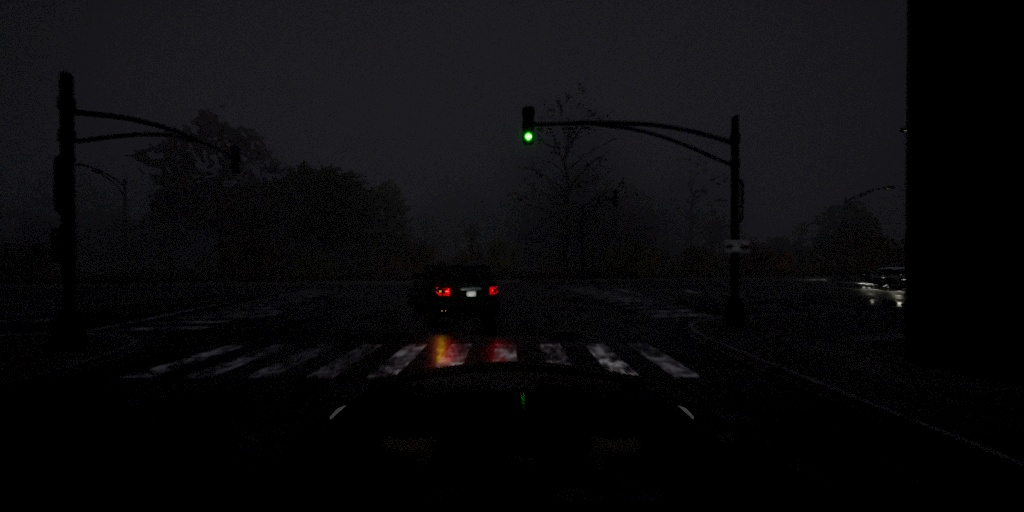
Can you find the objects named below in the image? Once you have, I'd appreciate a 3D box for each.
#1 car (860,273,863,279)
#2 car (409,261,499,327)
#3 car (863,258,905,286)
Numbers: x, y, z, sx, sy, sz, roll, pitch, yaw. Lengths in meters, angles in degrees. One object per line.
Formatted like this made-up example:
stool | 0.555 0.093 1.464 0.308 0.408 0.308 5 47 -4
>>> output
car | 30.997 1.417 28.710 5.357 1.411 2.033 0 0 -9
car | -2.265 1.210 13.050 2.150 2.045 5.566 1 0 -23
car | 28.103 1.118 24.943 5.566 2.045 2.150 0 0 -9
